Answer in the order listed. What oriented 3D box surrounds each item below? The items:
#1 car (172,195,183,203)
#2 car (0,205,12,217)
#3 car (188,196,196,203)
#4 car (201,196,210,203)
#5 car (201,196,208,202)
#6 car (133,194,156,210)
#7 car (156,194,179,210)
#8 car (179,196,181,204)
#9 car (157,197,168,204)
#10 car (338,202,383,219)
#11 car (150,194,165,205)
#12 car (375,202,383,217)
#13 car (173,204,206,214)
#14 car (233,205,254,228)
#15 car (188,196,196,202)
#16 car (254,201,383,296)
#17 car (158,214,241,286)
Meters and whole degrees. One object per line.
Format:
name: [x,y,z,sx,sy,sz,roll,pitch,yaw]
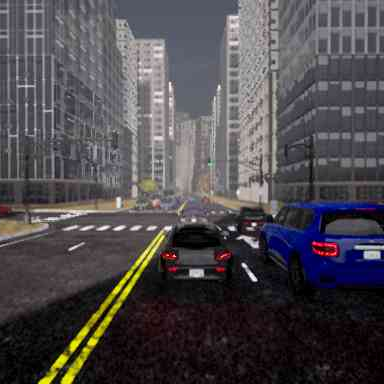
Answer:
car: [-3.245,1.617,75.054,2.097,1.767,4.553,0,0,0]
car: [-18.515,1.460,29.203,5.008,1.535,1.882,1,1,1]
car: [0.006,1.812,78.478,2.033,1.411,5.357,0,0,0]
car: [3.256,1.747,77.660,1.882,1.535,5.008,0,0,0]
car: [3.257,1.822,87.677,1.812,1.442,4.674,0,0,0]
car: [-6.623,1.520,45.512,2.097,1.767,4.553,0,0,1]
car: [-3.341,1.521,45.557,2.097,1.767,4.553,0,0,0]
car: [-3.330,1.747,55.029,2.033,1.411,5.357,0,0,0]
car: [-6.495,1.799,74.158,2.033,1.411,5.357,0,0,0]
car: [16.920,1.750,31.821,4.902,1.511,2.128,1,1,1]
car: [-6.526,1.448,63.679,2.150,2.045,5.566,0,0,1]
car: [21.813,1.796,34.336,4.829,1.417,1.752,0,0,1]
car: [0.104,1.651,20.725,2.033,1.411,5.357,0,-1,0]
car: [3.719,1.609,21.041,1.837,1.490,4.892,-1,-1,6]
car: [0.007,1.852,88.375,1.994,1.385,4.181,0,0,0]
car: [3.350,1.258,8.870,2.150,2.045,5.566,0,0,0]
car: [0.100,1.562,9.374,1.812,1.442,4.674,0,0,0]
